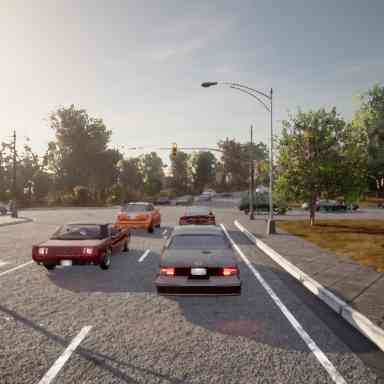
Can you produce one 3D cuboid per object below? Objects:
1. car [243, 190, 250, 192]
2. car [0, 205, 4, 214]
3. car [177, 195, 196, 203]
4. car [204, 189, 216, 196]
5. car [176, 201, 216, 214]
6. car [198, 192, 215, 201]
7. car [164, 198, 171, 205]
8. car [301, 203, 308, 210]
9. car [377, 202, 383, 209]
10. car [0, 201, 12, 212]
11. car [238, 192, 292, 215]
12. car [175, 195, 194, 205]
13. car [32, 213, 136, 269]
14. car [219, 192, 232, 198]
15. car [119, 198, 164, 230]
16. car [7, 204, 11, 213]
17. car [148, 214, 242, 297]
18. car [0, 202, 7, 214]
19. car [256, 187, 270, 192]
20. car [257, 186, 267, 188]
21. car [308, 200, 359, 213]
[{"bbox_3d":[14.325,0.261,84.711,2.128,1.511,4.902,0,3,33],"label":"car"},{"bbox_3d":[-3.408,1.222,1.359,2.150,2.045,5.566,0,0,-1],"label":"car"},{"bbox_3d":[-1.104,1.371,69.378,2.033,1.411,5.357,0,2,21],"label":"car"},{"bbox_3d":[3.986,0.479,80.595,2.150,2.045,5.566,0,3,26],"label":"car"},{"bbox_3d":[0.330,1.518,18.539,1.882,1.535,5.008,0,0,2],"label":"car"},{"bbox_3d":[2.732,1.287,69.531,1.812,1.442,4.674,0,2,21],"label":"car"},{"bbox_3d":[-5.152,1.715,57.272,1.895,1.301,4.718,0,1,16],"label":"car"},{"bbox_3d":[16.053,1.662,41.249,4.718,1.301,1.895,-1,0,4],"label":"car"},{"bbox_3d":[25.750,1.401,40.656,5.357,1.411,2.033,-2,0,3],"label":"car"},{"bbox_3d":[-26.574,1.939,43.822,4.674,1.442,1.812,-2,0,4],"label":"car"},{"bbox_3d":[7.580,1.314,34.732,5.566,2.045,2.150,0,1,15],"label":"car"},{"bbox_3d":[-1.320,1.636,58.035,2.033,1.411,5.357,0,1,15],"label":"car"},{"bbox_3d":[-3.336,1.618,11.130,1.895,1.301,4.718,0,0,1],"label":"car"},{"bbox_3d":[8.099,0.719,80.914,1.895,1.301,4.718,0,3,28],"label":"car"},{"bbox_3d":[-3.138,1.397,20.108,2.097,1.767,4.553,0,0,2],"label":"car"},{"bbox_3d":[-22.425,1.745,36.385,4.902,1.511,2.128,-1,0,2],"label":"car"},{"bbox_3d":[0.144,1.558,8.792,2.033,1.411,5.357,0,0,0],"label":"car"},{"bbox_3d":[-21.556,1.708,32.839,4.902,1.511,2.128,-1,0,4],"label":"car"},{"bbox_3d":[17.866,0.264,83.786,1.895,1.301,4.718,0,3,33],"label":"car"},{"bbox_3d":[20.017,-0.763,93.188,2.150,2.045,5.566,0,3,38],"label":"car"},{"bbox_3d":[16.123,1.646,37.739,4.718,1.301,1.895,-1,0,4],"label":"car"}]
